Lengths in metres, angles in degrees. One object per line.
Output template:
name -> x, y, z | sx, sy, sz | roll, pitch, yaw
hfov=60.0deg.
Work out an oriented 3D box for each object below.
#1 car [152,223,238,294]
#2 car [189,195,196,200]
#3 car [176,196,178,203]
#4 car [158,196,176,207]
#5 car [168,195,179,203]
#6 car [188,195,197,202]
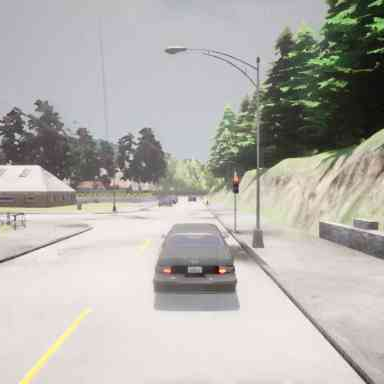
car -> 0.071, 1.547, 8.931 | 2.033, 1.411, 5.357 | 0, 0, 0
car -> 0.120, 1.408, 86.044 | 1.812, 1.442, 4.674 | 0, 0, 0
car -> -3.980, 1.478, 61.056 | 1.882, 1.535, 5.008 | 0, 0, 1
car -> -4.024, 1.564, 51.053 | 1.994, 1.385, 4.181 | 0, 0, 0
car -> -3.900, 1.525, 71.148 | 2.128, 1.511, 4.902 | 0, 0, 0
car -> 0.106, 1.516, 75.684 | 2.128, 1.511, 4.902 | 0, 0, 0
